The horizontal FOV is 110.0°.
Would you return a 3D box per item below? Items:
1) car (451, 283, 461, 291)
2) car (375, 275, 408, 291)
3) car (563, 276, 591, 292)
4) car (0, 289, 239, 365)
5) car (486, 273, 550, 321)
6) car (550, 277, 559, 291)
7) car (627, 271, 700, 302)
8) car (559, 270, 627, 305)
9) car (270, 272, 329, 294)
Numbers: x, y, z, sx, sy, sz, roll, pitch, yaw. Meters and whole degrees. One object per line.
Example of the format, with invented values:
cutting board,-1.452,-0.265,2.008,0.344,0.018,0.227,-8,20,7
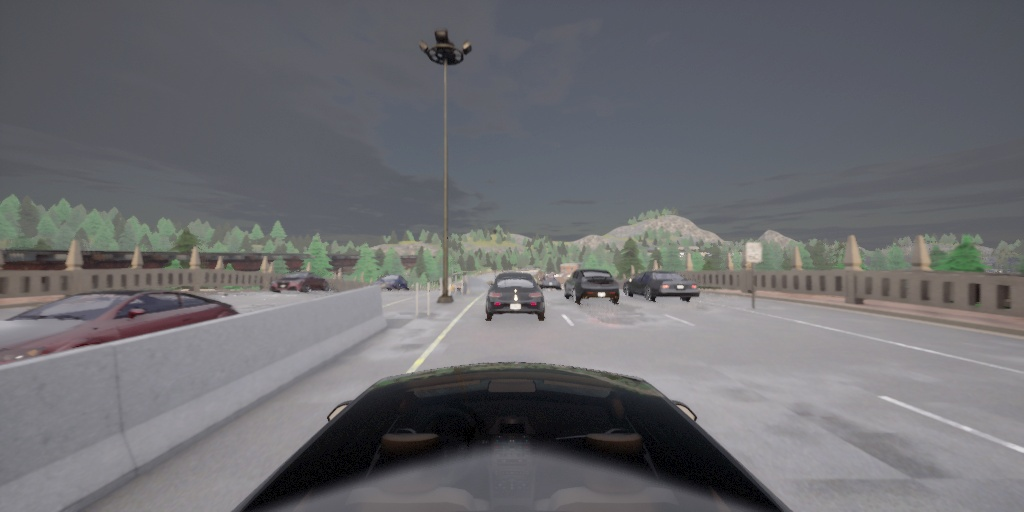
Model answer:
car,-7.076,4.383,49.129,1.882,1.535,5.008,0,-8,0
car,-10.594,2.371,31.963,1.812,1.442,4.674,0,-5,0
car,7.098,3.177,39.512,2.128,1.511,4.902,0,-7,0
car,-7.100,1.314,6.372,1.994,1.385,4.181,0,0,0
car,0.100,1.302,12.479,1.812,1.442,4.674,0,-1,0
car,3.598,2.746,35.247,1.994,1.385,4.181,0,-6,0
car,7.099,1.450,17.628,2.033,1.411,5.357,0,-2,0
car,3.598,1.377,16.809,1.837,1.490,4.892,0,-2,0
car,-14.098,1.784,24.070,1.994,1.385,4.181,0,-4,0
